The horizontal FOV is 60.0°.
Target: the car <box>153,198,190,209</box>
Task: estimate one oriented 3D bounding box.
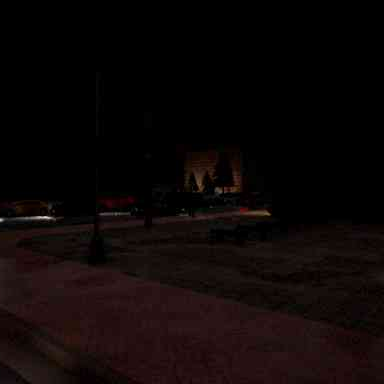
[{"bbox_3d":[-2.860,1.547,46.891,2.033,1.411,5.357,0,0,40],"label":"car"}]

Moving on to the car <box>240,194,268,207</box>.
[{"bbox_3d":[9.097,1.505,50.002,1.837,1.490,4.892,0,0,41],"label":"car"}]

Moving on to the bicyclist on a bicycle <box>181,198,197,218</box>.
[{"bbox_3d":[-0.267,1.301,26.728,1.656,1.620,0.582,0,0,40],"label":"bicyclist on a bicycle"}]

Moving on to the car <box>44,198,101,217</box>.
[{"bbox_3d":[-11.227,1.564,31.543,1.994,1.385,4.181,0,0,40],"label":"car"}]

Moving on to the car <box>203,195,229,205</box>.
[{"bbox_3d":[3.658,1.564,54.552,1.994,1.385,4.181,0,0,41],"label":"car"}]

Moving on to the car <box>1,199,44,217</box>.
[{"bbox_3d":[-15.880,1.478,31.467,1.882,1.535,5.008,0,0,40],"label":"car"}]

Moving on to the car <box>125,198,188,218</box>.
[{"bbox_3d":[-3.084,1.547,30.032,2.033,1.411,5.357,0,0,40],"label":"car"}]

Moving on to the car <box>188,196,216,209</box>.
[{"bbox_3d":[0.845,1.601,45.841,1.895,1.301,4.718,0,0,40],"label":"car"}]

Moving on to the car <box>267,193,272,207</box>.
[{"bbox_3d":[13.661,1.351,49.956,2.097,1.767,4.553,0,0,40],"label":"car"}]

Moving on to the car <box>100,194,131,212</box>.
[{"bbox_3d":[-9.472,1.221,39.056,2.150,2.045,5.566,0,0,41],"label":"car"}]

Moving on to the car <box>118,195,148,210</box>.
[{"bbox_3d":[-5.563,1.478,38.262,1.882,1.535,5.008,0,0,40],"label":"car"}]
